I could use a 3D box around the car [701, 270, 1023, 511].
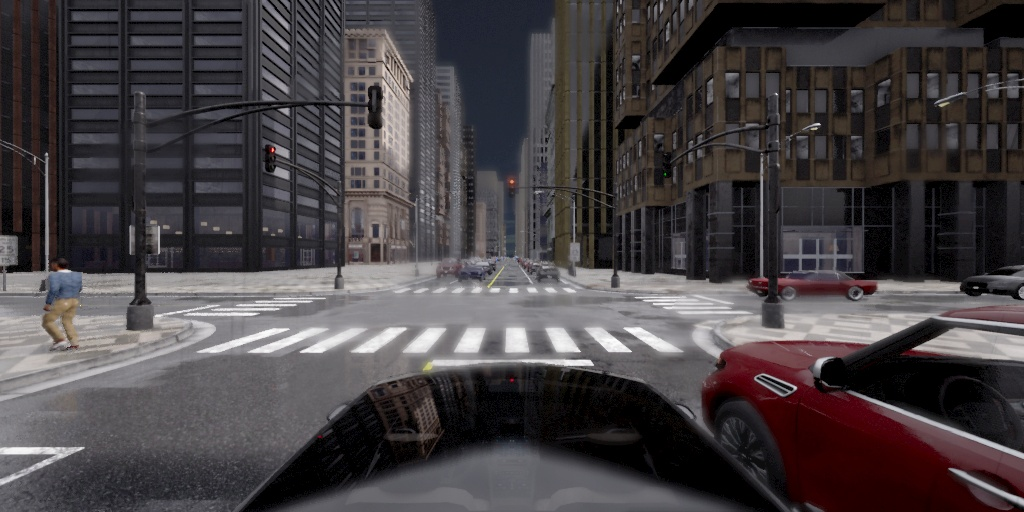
[{"bbox_3d":[2.763,1.065,1.238,2.192,1.841,5.009,0,0,0],"label":"car"}]

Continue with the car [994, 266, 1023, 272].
[{"bbox_3d":[23.668,1.196,16.434,4.892,1.490,1.837,0,0,0],"label":"car"}]

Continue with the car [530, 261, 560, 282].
[{"bbox_3d":[2.768,1.302,28.211,2.007,1.370,4.403,0,0,0],"label":"car"}]

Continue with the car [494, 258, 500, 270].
[{"bbox_3d":[-3.083,1.304,48.806,2.033,1.411,5.357,0,0,0],"label":"car"}]

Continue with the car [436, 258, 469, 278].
[{"bbox_3d":[-5.756,1.067,33.844,2.192,1.841,5.009,0,0,0],"label":"car"}]

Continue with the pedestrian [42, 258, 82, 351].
[{"bbox_3d":[-8.619,0.892,6.879,0.375,1.860,0.375,0,0,0],"label":"pedestrian"}]

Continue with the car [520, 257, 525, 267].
[{"bbox_3d":[2.774,1.199,56.414,1.967,1.591,4.097,0,0,0],"label":"car"}]

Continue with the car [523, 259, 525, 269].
[{"bbox_3d":[2.771,1.300,45.133,1.888,1.381,4.507,0,0,0],"label":"car"}]

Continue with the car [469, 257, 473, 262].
[{"bbox_3d":[-5.755,1.193,39.486,1.967,1.591,4.097,0,0,0],"label":"car"}]

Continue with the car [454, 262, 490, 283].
[{"bbox_3d":[-3.094,1.352,28.469,1.895,1.301,4.718,0,0,0],"label":"car"}]

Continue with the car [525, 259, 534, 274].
[{"bbox_3d":[2.770,1.304,39.493,2.007,1.370,4.403,0,0,0],"label":"car"}]

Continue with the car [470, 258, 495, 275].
[{"bbox_3d":[-3.093,1.279,38.437,1.812,1.442,4.674,0,0,0],"label":"car"}]

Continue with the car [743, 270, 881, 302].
[{"bbox_3d":[13.522,1.314,16.386,4.718,1.301,1.895,0,0,0],"label":"car"}]
